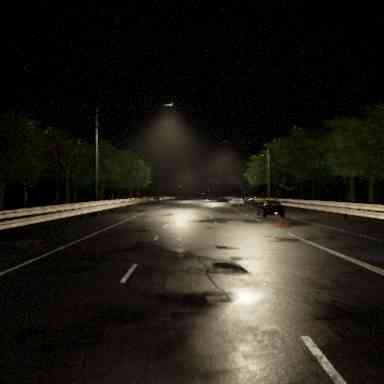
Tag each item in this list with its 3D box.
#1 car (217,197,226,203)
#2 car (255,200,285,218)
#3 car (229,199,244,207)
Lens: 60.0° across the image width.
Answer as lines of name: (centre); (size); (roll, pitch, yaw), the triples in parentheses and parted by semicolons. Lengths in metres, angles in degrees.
car: (7.216, 1.874, 80.430); (2.128, 1.511, 4.902); (0, -1, 0)
car: (7.012, 1.518, 30.150); (1.837, 1.490, 4.892); (0, 0, 0)
car: (7.069, 1.684, 53.011); (1.895, 1.301, 4.718); (0, 0, 0)
